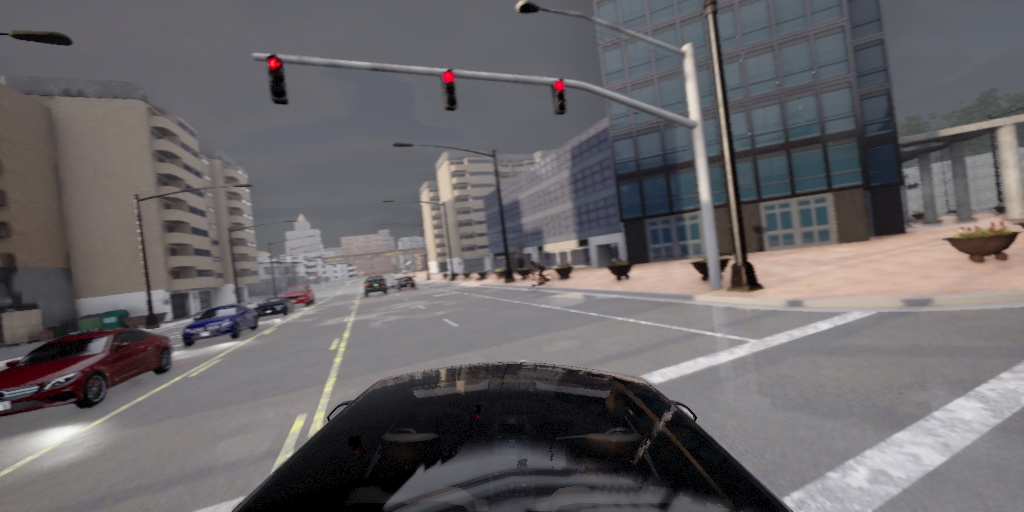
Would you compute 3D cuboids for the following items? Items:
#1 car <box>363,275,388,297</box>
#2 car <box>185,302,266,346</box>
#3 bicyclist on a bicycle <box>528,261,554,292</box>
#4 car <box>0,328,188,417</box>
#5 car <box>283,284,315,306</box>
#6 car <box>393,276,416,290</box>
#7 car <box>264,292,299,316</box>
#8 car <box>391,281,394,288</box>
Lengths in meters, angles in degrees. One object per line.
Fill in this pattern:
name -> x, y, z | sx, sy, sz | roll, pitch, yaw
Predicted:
car -> -14.490, 3.139, 38.080 | 2.150, 2.045, 5.566 | -7, -1, -22
car -> -13.518, 3.081, 16.903 | 1.812, 1.442, 4.674 | -7, -1, -22
bicyclist on a bicycle -> 1.449, 1.020, 19.435 | 1.656, 1.620, 0.582 | -17, 3, -22
car -> -10.125, 2.578, 8.578 | 1.812, 1.442, 4.674 | -7, 0, -22
car -> -21.004, 3.945, 35.388 | 2.150, 2.045, 5.566 | -7, 0, -22
car -> -12.900, 3.282, 43.653 | 1.837, 1.490, 4.892 | -7, -1, -22
car -> -17.190, 3.695, 25.997 | 1.994, 1.385, 4.181 | -7, -1, -22
car -> -17.199, 3.978, 54.244 | 1.812, 1.442, 4.674 | -7, 0, -22
